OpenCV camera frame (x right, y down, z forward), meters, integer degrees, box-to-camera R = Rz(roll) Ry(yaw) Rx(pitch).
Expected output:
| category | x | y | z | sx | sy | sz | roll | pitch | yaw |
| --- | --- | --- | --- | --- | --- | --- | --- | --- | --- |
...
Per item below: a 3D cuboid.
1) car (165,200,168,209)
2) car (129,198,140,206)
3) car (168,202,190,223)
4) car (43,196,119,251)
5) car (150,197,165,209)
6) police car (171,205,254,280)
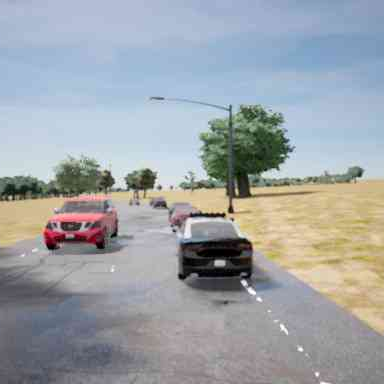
| category | x | y | z | sx | sy | sz | roll | pitch | yaw |
| --- | --- | --- | --- | --- | --- | --- | --- | --- | --- |
| car | -0.931 | 1.522 | 26.103 | 1.837 | 1.490 | 4.892 | 0 | 0 | -6 |
| car | -10.043 | 1.721 | 58.192 | 2.128 | 1.511 | 4.902 | 0 | -1 | -9 |
| car | -0.345 | 1.536 | 20.096 | 1.812 | 1.442 | 4.674 | 0 | 0 | -5 |
| car | -4.566 | 1.224 | 14.601 | 2.150 | 2.045 | 5.566 | 0 | 0 | -5 |
| car | -4.534 | 1.605 | 46.866 | 1.837 | 1.490 | 4.892 | 0 | -1 | -9 |
| police car | 0.458 | 1.426 | 10.181 | 1.930 | 1.638 | 5.238 | 0 | 0 | -4 |
